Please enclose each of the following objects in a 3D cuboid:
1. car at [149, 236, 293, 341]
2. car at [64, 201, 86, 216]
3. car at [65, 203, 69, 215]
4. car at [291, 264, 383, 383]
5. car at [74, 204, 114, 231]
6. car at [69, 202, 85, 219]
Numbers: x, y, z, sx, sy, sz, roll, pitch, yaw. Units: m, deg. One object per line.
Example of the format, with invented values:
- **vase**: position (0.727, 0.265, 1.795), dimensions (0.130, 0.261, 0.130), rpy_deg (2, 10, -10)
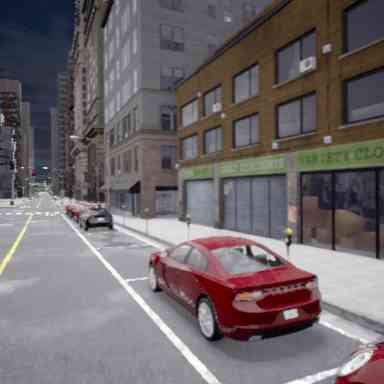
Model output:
- **car**: position (0.442, 1.544, 6.574), dimensions (1.887, 1.381, 4.507), rpy_deg (-2, 0, -24)
- **car**: position (-12.978, 1.778, 36.755), dimensions (1.887, 1.381, 4.507), rpy_deg (-2, 0, -24)
- **car**: position (-10.741, 1.738, 31.725), dimensions (1.887, 1.381, 4.507), rpy_deg (-2, 0, -24)
- **car**: position (2.675, 1.402, 1.543), dimensions (1.967, 1.590, 4.097), rpy_deg (-2, 0, -24)
- **car**: position (-6.267, 1.680, 21.664), dimensions (1.947, 1.339, 4.313), rpy_deg (-2, 0, -24)
- **car**: position (-8.504, 1.698, 26.694), dimensions (1.887, 1.381, 4.507), rpy_deg (-2, 0, -24)
